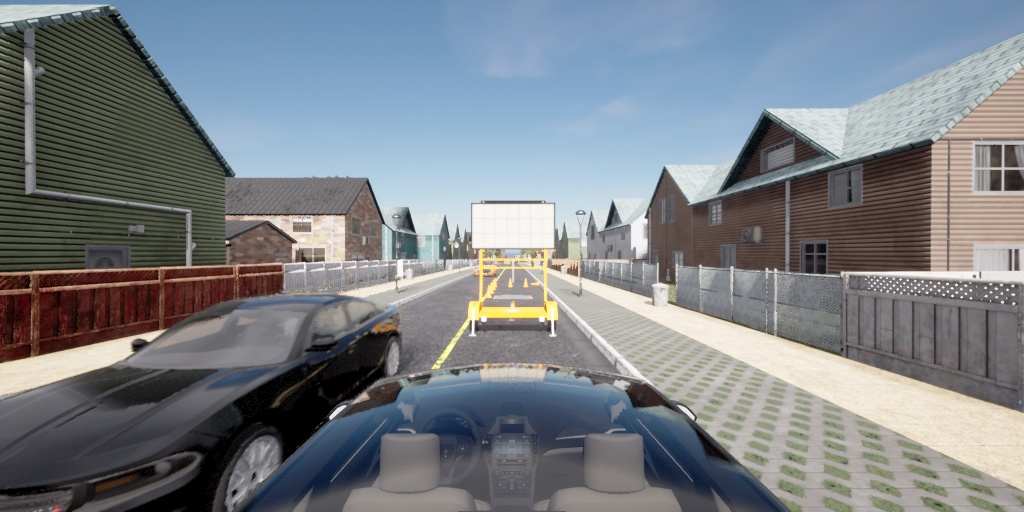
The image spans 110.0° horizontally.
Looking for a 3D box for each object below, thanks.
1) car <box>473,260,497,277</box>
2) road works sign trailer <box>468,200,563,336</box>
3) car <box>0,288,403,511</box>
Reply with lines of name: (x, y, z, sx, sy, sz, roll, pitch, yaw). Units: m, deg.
car: (-2.646, 1.158, 35.745, 2.097, 1.767, 4.553, 0, 0, 0)
road works sign trailer: (0.035, 0.214, 10.338, 2.380, 3.560, 2.880, 0, 0, 1)
car: (-2.838, 1.227, 4.301, 1.882, 1.535, 5.008, 0, 0, 0)
